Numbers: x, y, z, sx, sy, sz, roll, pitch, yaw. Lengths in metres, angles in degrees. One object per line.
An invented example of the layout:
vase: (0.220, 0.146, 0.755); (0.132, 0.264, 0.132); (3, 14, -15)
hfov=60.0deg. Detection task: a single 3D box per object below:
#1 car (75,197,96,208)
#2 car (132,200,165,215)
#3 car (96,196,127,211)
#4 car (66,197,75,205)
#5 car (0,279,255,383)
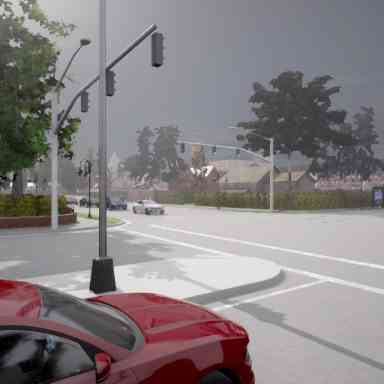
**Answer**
car: (-15.214, 1.505, 49.045); (1.837, 1.490, 4.892); (0, 0, -36)
car: (-4.613, 1.526, 34.387); (1.812, 1.442, 4.674); (0, 0, -35)
car: (-9.820, 1.352, 41.591); (2.097, 1.767, 4.553); (0, 0, -36)
car: (-21.012, 1.564, 57.108); (1.994, 1.385, 4.181); (0, 0, -34)
car: (-1.684, 1.478, 2.567); (5.008, 1.535, 1.882); (0, 0, -35)
